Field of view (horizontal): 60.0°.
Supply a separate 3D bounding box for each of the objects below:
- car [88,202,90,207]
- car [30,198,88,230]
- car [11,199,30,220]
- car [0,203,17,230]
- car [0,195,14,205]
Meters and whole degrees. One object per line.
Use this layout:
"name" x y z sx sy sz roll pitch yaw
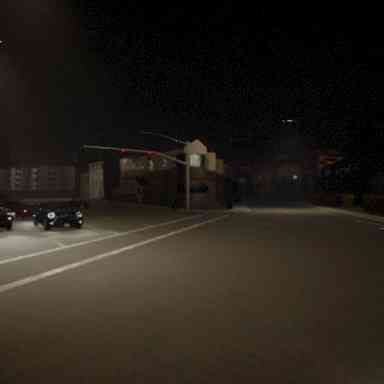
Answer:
"car" -14.436 1.390 41.501 1.895 1.301 4.718 0 1 -36
"car" -8.539 1.343 21.096 2.097 1.767 4.553 0 0 -36
"car" -13.790 1.562 28.334 1.895 1.301 4.718 0 0 -36
"car" -12.225 1.593 20.221 1.895 1.301 4.718 0 0 -37
"car" -18.953 1.401 35.464 1.994 1.385 4.181 0 1 -36
